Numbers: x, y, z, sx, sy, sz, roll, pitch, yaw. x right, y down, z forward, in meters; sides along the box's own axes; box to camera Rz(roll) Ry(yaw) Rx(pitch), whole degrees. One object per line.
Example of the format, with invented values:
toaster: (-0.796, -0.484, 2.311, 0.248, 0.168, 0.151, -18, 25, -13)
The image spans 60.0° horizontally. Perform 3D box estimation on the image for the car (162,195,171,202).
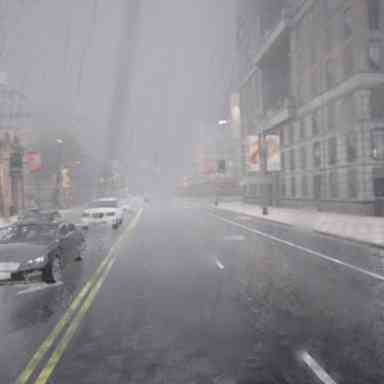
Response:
car: (-5.855, 1.543, 78.178, 1.812, 1.442, 4.674, -2, 0, -7)

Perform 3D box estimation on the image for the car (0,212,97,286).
car: (-4.543, 1.652, 10.012, 2.128, 1.511, 4.902, -2, 0, -5)

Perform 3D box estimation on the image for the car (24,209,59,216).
car: (-9.288, 1.820, 20.400, 2.128, 1.511, 4.902, -2, 0, -7)

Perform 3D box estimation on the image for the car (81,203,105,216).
car: (-11.478, 2.002, 38.967, 1.895, 1.301, 4.718, -2, 0, -7)

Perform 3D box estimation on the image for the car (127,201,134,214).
car: (-7.970, 1.799, 39.058, 1.812, 1.442, 4.674, -2, 0, -7)

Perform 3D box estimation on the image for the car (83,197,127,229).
car: (-6.098, 1.434, 23.166, 2.150, 2.045, 5.566, -2, 0, -6)

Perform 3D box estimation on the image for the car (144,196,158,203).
car: (-9.830, 1.743, 78.356, 1.882, 1.535, 5.008, -2, 0, 7)
